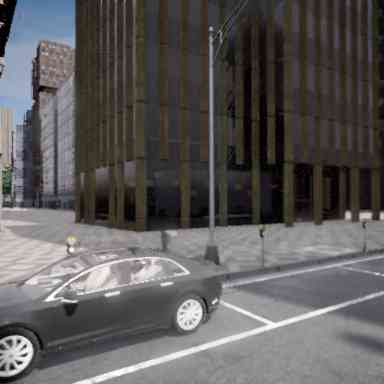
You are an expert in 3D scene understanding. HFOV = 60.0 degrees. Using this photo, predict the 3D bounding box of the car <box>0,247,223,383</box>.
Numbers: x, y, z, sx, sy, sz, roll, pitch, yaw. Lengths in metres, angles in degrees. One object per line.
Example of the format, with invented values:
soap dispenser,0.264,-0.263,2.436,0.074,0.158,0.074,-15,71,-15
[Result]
car,-1.518,1.646,5.427,4.403,1.369,2.008,1,-1,-33
